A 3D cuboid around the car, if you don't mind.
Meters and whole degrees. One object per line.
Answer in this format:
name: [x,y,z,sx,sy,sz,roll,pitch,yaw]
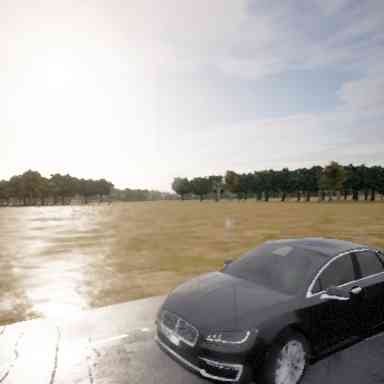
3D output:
car: [1.769,1.536,5.291,4.892,1.490,1.837,2,0,-36]
